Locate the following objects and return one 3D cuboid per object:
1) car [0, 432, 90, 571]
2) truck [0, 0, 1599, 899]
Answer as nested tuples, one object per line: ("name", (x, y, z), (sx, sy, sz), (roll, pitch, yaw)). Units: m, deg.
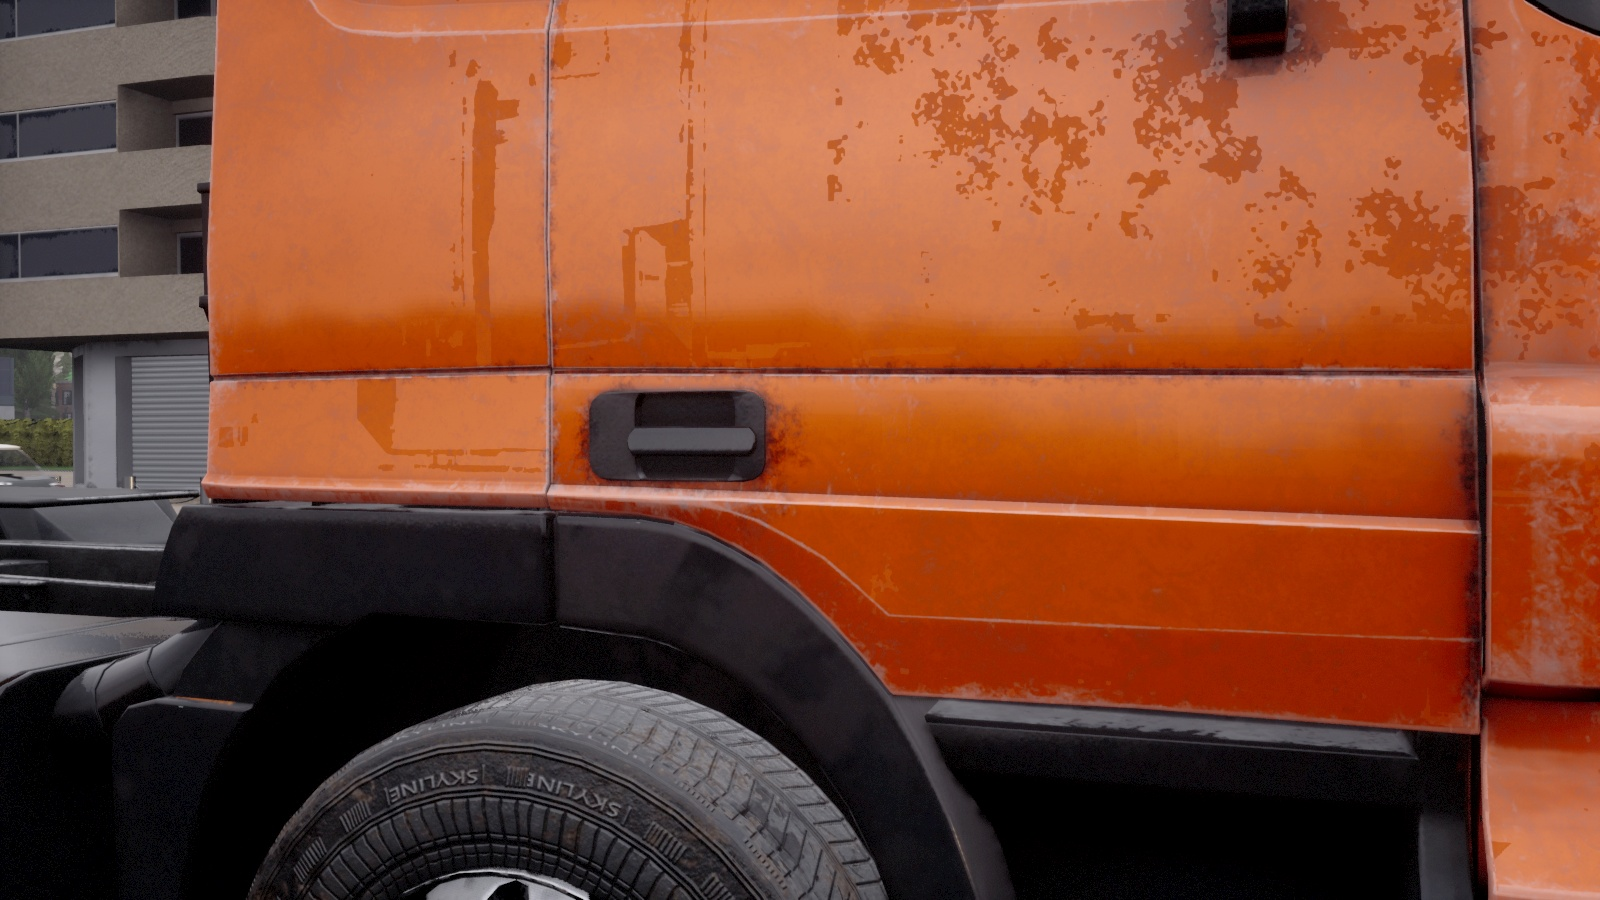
("car", (-10.235, 0.529, 14.024), (3.806, 1.475, 1.970), (1, 1, 19))
("truck", (-2.190, -0.226, 3.922), (7.936, 3.462, 2.891), (1, 1, 19))
